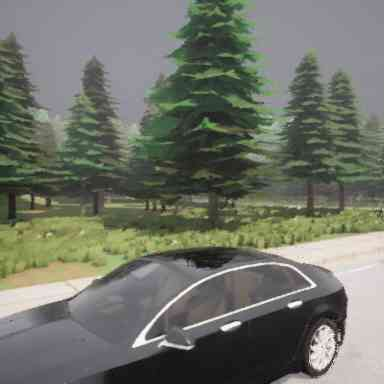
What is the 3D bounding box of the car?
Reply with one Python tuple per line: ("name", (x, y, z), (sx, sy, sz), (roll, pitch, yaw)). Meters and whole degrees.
("car", (-0.086, 1.492, 3.925), (4.892, 1.490, 1.837), (0, 0, -35))
